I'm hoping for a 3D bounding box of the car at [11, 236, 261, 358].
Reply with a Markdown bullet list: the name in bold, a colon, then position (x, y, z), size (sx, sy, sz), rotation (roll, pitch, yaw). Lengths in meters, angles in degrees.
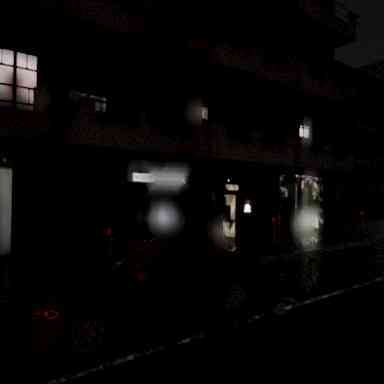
- **car**: position (-0.725, 1.544, 6.030), size (4.507, 1.381, 1.887), rotation (0, 1, -36)
